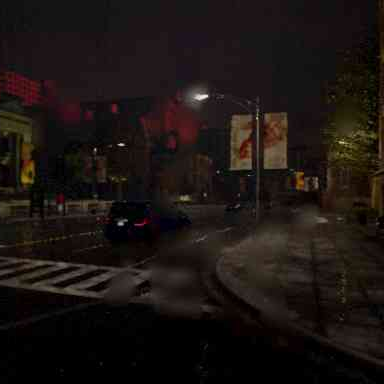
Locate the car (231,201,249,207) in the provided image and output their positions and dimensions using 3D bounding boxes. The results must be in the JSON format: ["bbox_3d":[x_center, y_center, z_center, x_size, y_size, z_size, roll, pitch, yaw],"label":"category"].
[{"bbox_3d":[11.343,2.804,78.558,2.033,1.411,5.357,0,-1,35],"label":"car"}]

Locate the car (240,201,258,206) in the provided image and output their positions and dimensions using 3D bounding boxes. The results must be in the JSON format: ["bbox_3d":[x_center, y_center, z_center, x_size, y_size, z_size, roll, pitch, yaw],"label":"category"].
[{"bbox_3d":[15.039,3.033,87.674,4.718,1.301,1.895,1,-1,-41],"label":"car"}]

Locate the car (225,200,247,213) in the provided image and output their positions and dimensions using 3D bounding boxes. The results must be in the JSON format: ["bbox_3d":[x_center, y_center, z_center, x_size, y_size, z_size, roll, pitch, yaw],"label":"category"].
[{"bbox_3d":[6.367,2.343,49.899,2.033,1.411,5.357,0,-1,19],"label":"car"}]

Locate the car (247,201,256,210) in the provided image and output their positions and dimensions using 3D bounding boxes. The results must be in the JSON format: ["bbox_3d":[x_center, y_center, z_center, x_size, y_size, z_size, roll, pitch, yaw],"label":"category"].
[{"bbox_3d":[10.780,2.570,62.129,2.033,1.411,5.357,0,-1,21],"label":"car"}]

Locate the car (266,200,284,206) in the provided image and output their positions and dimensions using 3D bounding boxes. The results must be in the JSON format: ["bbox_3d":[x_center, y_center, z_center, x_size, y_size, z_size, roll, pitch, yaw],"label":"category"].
[{"bbox_3d":[22.451,3.024,89.867,5.008,1.535,1.882,1,-1,-37],"label":"car"}]

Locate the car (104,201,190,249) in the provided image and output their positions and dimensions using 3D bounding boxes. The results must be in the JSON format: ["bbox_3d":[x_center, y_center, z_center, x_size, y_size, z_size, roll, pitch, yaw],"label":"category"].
[{"bbox_3d":[-1.949,1.436,16.119,2.150,2.045,5.566,0,-1,21],"label":"car"}]

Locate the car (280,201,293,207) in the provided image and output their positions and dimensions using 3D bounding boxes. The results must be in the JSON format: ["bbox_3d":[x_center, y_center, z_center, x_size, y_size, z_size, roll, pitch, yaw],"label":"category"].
[{"bbox_3d":[24.435,3.010,86.983,5.008,1.535,1.882,1,-1,-37],"label":"car"}]

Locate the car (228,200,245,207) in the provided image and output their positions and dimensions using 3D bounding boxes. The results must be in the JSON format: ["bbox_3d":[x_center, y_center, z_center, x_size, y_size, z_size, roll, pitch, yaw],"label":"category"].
[{"bbox_3d":[11.240,2.852,83.387,2.002,1.452,4.674,0,-1,39],"label":"car"}]

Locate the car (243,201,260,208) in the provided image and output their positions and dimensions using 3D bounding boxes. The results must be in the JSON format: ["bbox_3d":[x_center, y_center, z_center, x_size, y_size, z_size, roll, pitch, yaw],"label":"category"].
[{"bbox_3d":[13.468,2.724,75.532,1.882,1.535,5.008,0,-1,35],"label":"car"}]

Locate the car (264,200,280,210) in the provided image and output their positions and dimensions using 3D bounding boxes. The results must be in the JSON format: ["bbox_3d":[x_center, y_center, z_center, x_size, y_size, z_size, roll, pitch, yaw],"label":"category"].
[{"bbox_3d":[14.838,2.628,62.903,2.033,1.411,5.357,0,-1,22],"label":"car"}]
